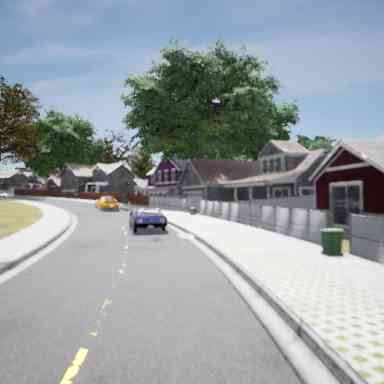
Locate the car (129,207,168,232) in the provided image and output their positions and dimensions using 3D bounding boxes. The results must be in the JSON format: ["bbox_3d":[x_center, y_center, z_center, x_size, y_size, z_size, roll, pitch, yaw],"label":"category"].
[{"bbox_3d":[-2.747,1.566,20.000,1.895,1.301,4.718,0,0,-14],"label":"car"}]

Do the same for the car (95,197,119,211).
[{"bbox_3d":[-9.762,1.256,37.907,1.882,1.535,5.008,0,1,-27],"label":"car"}]
